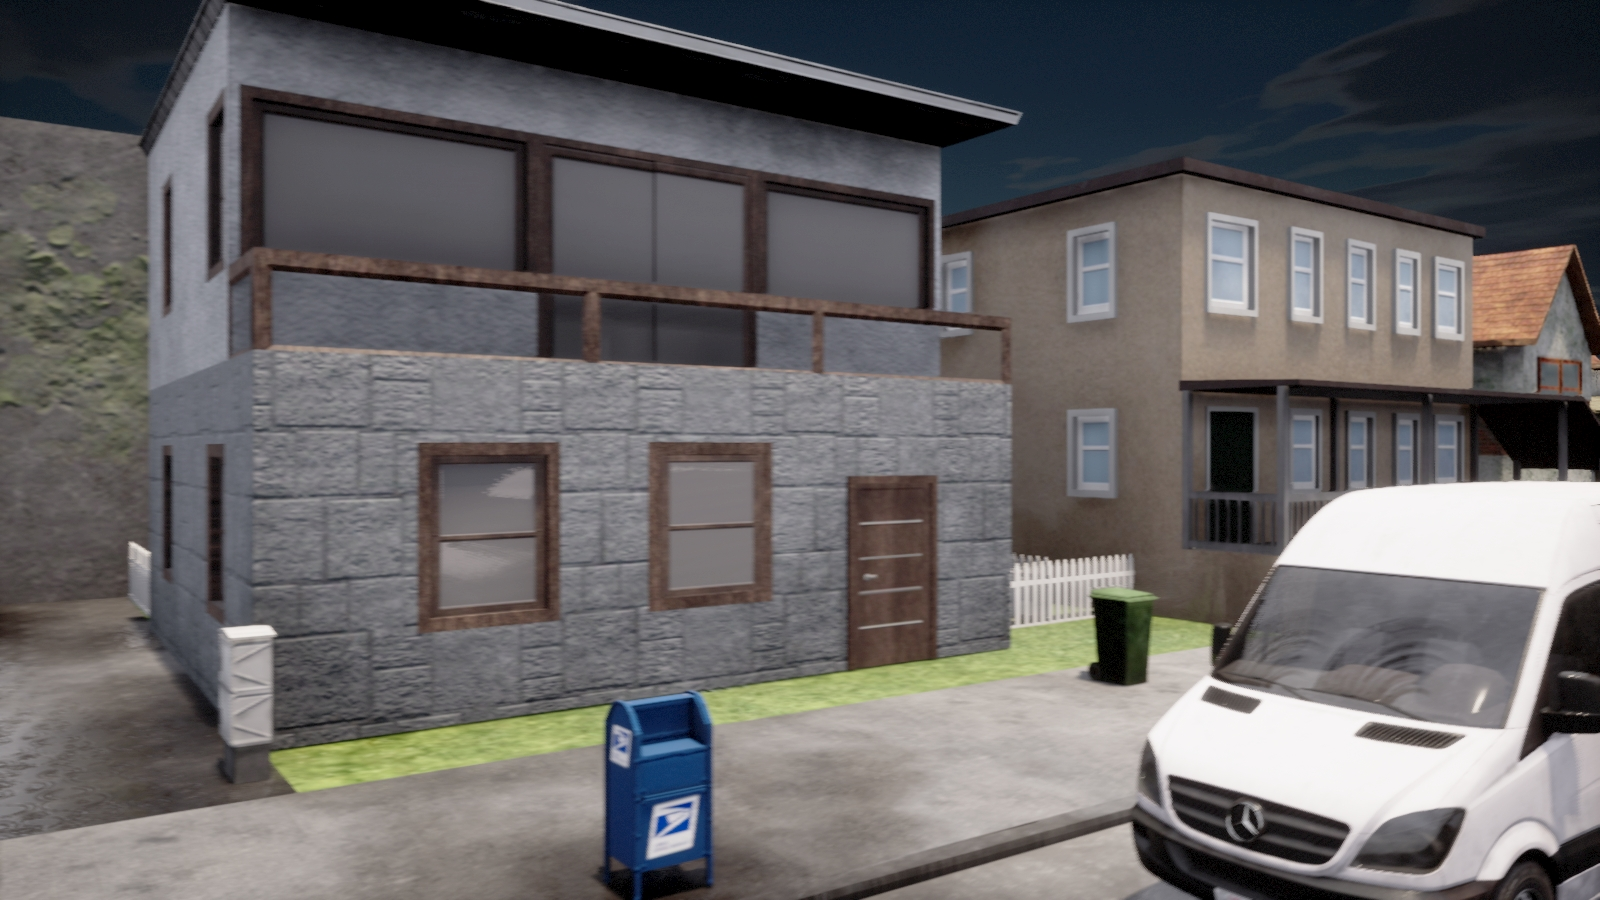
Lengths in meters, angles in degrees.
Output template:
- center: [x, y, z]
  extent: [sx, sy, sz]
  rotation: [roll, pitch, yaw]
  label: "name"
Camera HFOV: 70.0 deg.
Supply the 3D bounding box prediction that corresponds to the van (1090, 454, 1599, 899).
- center: [4.715, 1.315, 7.694]
  extent: [5.915, 2.561, 1.988]
  rotation: [0, 0, -35]
  label: "van"
